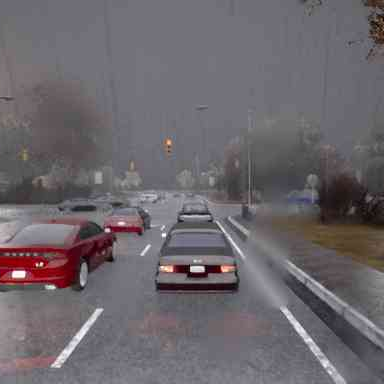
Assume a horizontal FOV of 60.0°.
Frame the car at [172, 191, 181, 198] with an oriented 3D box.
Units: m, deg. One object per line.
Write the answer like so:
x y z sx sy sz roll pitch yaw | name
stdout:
-3.950 0.786 86.094 1.895 1.301 4.718 0 1 -4 | car

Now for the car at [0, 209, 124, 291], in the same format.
-3.393 1.445 8.993 1.882 1.535 5.008 0 0 0 | car

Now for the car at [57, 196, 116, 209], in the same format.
-10.002 1.271 31.139 4.902 1.511 2.128 0 1 -3 | car

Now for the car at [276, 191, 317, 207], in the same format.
13.785 0.895 43.189 5.566 2.045 2.150 0 1 -4 | car

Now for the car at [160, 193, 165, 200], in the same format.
-7.021 0.962 65.409 2.128 1.511 4.902 0 1 0 | car

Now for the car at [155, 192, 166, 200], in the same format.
-7.086 0.871 75.797 2.128 1.511 4.902 0 1 -1 | car

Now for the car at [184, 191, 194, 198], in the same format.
-0.449 0.714 86.177 2.128 1.511 4.902 0 1 -4 | car

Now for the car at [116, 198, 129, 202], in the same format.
-9.340 1.212 37.636 4.902 1.511 2.128 0 1 -35 | car

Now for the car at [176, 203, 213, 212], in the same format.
0.138 1.380 18.611 2.128 1.511 4.902 0 0 -1 | car

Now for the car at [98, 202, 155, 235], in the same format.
-3.390 1.458 17.980 1.994 1.385 4.181 0 1 0 | car

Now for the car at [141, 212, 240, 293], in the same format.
0.104 1.515 8.919 2.033 1.411 5.357 0 0 0 | car

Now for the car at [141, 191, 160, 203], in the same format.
-7.066 0.790 55.237 2.150 2.045 5.566 0 1 0 | car

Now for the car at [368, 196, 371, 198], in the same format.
24.086 1.216 43.767 5.357 1.411 2.033 0 1 -3 | car
